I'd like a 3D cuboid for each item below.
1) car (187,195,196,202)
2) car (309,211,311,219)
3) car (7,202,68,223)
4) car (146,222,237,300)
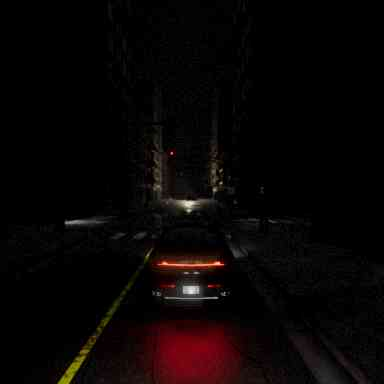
[{"bbox_3d":[-0.166,1.497,82.423,2.097,1.767,4.553,0,0,0],"label":"car"},{"bbox_3d":[12.301,1.724,27.523,5.008,1.535,1.882,1,0,-1],"label":"car"},{"bbox_3d":[-11.225,1.446,24.092,4.181,1.385,1.994,1,0,-1],"label":"car"},{"bbox_3d":[-0.016,1.507,8.371,1.837,1.490,4.892,0,0,0],"label":"car"}]
